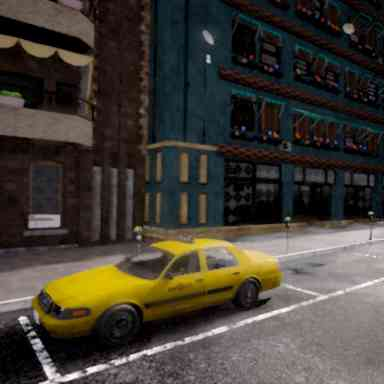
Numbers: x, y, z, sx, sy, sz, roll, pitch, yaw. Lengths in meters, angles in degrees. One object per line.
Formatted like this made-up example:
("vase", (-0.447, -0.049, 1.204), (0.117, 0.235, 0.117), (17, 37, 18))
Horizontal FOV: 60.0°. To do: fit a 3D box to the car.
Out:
("car", (-0.328, 1.531, 6.312), (4.829, 1.417, 1.752), (0, 1, -35))
